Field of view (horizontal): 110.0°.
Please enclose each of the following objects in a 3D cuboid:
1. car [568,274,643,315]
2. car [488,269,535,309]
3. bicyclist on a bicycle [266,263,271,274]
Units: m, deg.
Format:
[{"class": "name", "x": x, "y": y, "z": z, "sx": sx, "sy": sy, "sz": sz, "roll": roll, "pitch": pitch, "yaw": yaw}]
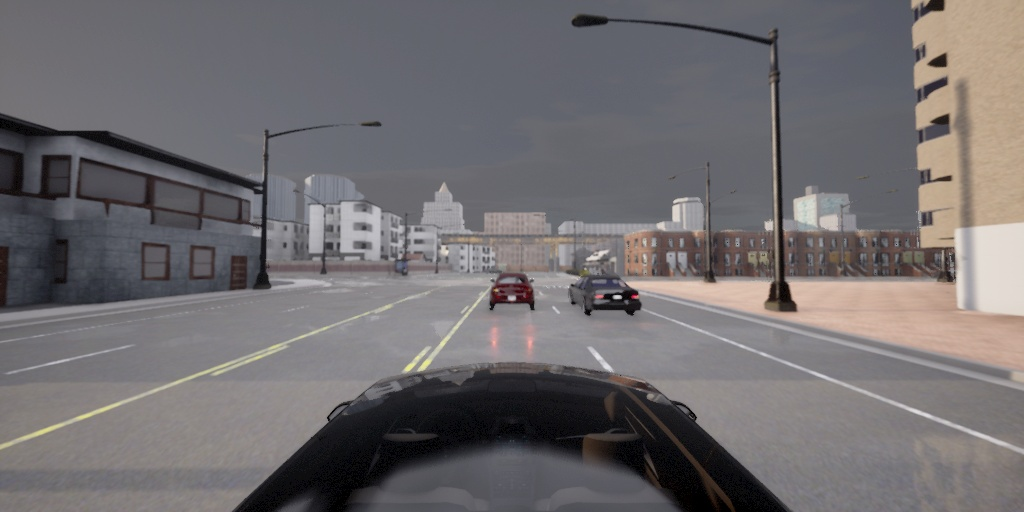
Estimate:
[{"class": "car", "x": 3.503, "y": 1.447, "z": 14.395, "sx": 2.033, "sy": 1.411, "sz": 5.357, "roll": 0, "pitch": -1, "yaw": 0}, {"class": "car", "x": 0.016, "y": 1.444, "z": 15.754, "sx": 1.812, "sy": 1.442, "sz": 4.674, "roll": 0, "pitch": -1, "yaw": 0}, {"class": "bicyclist on a bicycle", "x": -34.011, "y": 1.725, "z": 50.003, "sx": 0.582, "sy": 1.620, "sz": 1.656, "roll": 1, "pitch": -2, "yaw": -11}]
